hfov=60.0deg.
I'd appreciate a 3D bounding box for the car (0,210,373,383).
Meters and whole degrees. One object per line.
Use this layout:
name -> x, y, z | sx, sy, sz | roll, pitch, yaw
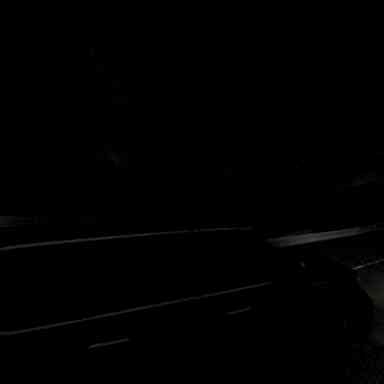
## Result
car -> -0.304, 1.217, 3.587 | 5.566, 2.045, 2.150 | 0, 0, -36
